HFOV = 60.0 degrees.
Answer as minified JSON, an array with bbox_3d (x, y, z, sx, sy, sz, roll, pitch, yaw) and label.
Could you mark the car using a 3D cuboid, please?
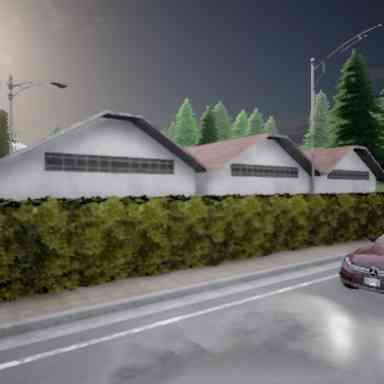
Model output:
[{"bbox_3d":[5.398,1.470,7.769,4.674,1.442,1.812,0,0,-35],"label":"car"}]
